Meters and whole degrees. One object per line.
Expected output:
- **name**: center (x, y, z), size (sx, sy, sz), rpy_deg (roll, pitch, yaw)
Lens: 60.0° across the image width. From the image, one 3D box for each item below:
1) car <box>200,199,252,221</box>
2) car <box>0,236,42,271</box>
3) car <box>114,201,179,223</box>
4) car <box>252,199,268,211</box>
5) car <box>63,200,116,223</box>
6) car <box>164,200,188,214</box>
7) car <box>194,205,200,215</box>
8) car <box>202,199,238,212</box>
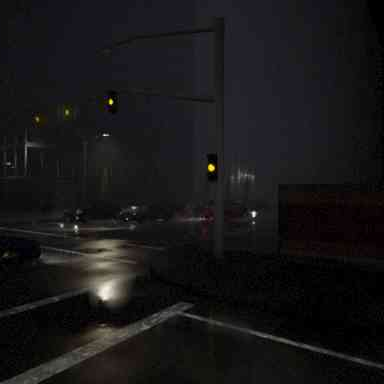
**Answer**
- **car**: center (3.007, 1.407, 28.560), size (2.097, 1.767, 4.553), rpy_deg (0, 0, 36)
- **car**: center (-6.876, 1.573, 8.710), size (2.033, 1.411, 5.357), rpy_deg (0, 0, 36)
- **car**: center (-3.424, 1.656, 25.925), size (1.895, 1.301, 4.718), rpy_deg (0, 0, 36)
- **car**: center (8.054, 1.581, 41.953), size (1.812, 1.442, 4.674), rpy_deg (0, 0, 36)
- **car**: center (-7.689, 1.407, 25.973), size (2.097, 1.767, 4.553), rpy_deg (0, 0, 36)
- **car**: center (-2.376, 1.560, 33.408), size (1.837, 1.490, 4.892), rpy_deg (0, 0, 36)
- **car**: center (2.088, 1.533, 33.631), size (1.882, 1.535, 5.008), rpy_deg (0, 0, 35)
- **car**: center (3.576, 1.602, 41.729), size (2.033, 1.411, 5.357), rpy_deg (0, 0, 35)
